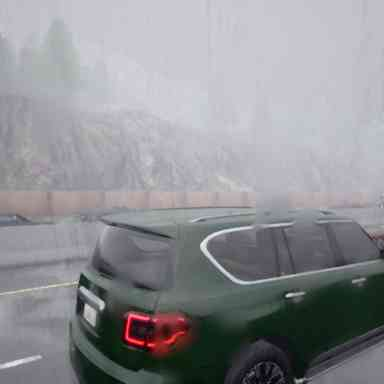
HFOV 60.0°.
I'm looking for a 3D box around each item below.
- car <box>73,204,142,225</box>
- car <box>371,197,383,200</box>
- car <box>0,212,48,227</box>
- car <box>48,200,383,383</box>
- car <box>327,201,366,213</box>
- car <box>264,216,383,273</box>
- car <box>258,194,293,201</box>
[{"bbox_3d":[-6.349,1.621,25.259,4.718,1.301,1.895,0,0,-36],"label":"car"},{"bbox_3d":[28.049,1.466,49.737,4.553,1.767,2.097,0,0,-35],"label":"car"},{"bbox_3d":[-8.830,1.603,14.891,4.718,1.301,1.895,0,0,-36],"label":"car"},{"bbox_3d":[1.238,1.229,4.630,5.566,2.045,2.150,0,0,-36],"label":"car"},{"bbox_3d":[17.779,1.681,38.168,4.718,1.301,1.895,0,0,-35],"label":"car"},{"bbox_3d":[4.830,1.624,11.484,4.718,1.301,1.895,0,0,-35],"label":"car"},{"bbox_3d":[10.407,1.294,41.507,5.566,2.045,2.150,0,0,-35],"label":"car"}]
